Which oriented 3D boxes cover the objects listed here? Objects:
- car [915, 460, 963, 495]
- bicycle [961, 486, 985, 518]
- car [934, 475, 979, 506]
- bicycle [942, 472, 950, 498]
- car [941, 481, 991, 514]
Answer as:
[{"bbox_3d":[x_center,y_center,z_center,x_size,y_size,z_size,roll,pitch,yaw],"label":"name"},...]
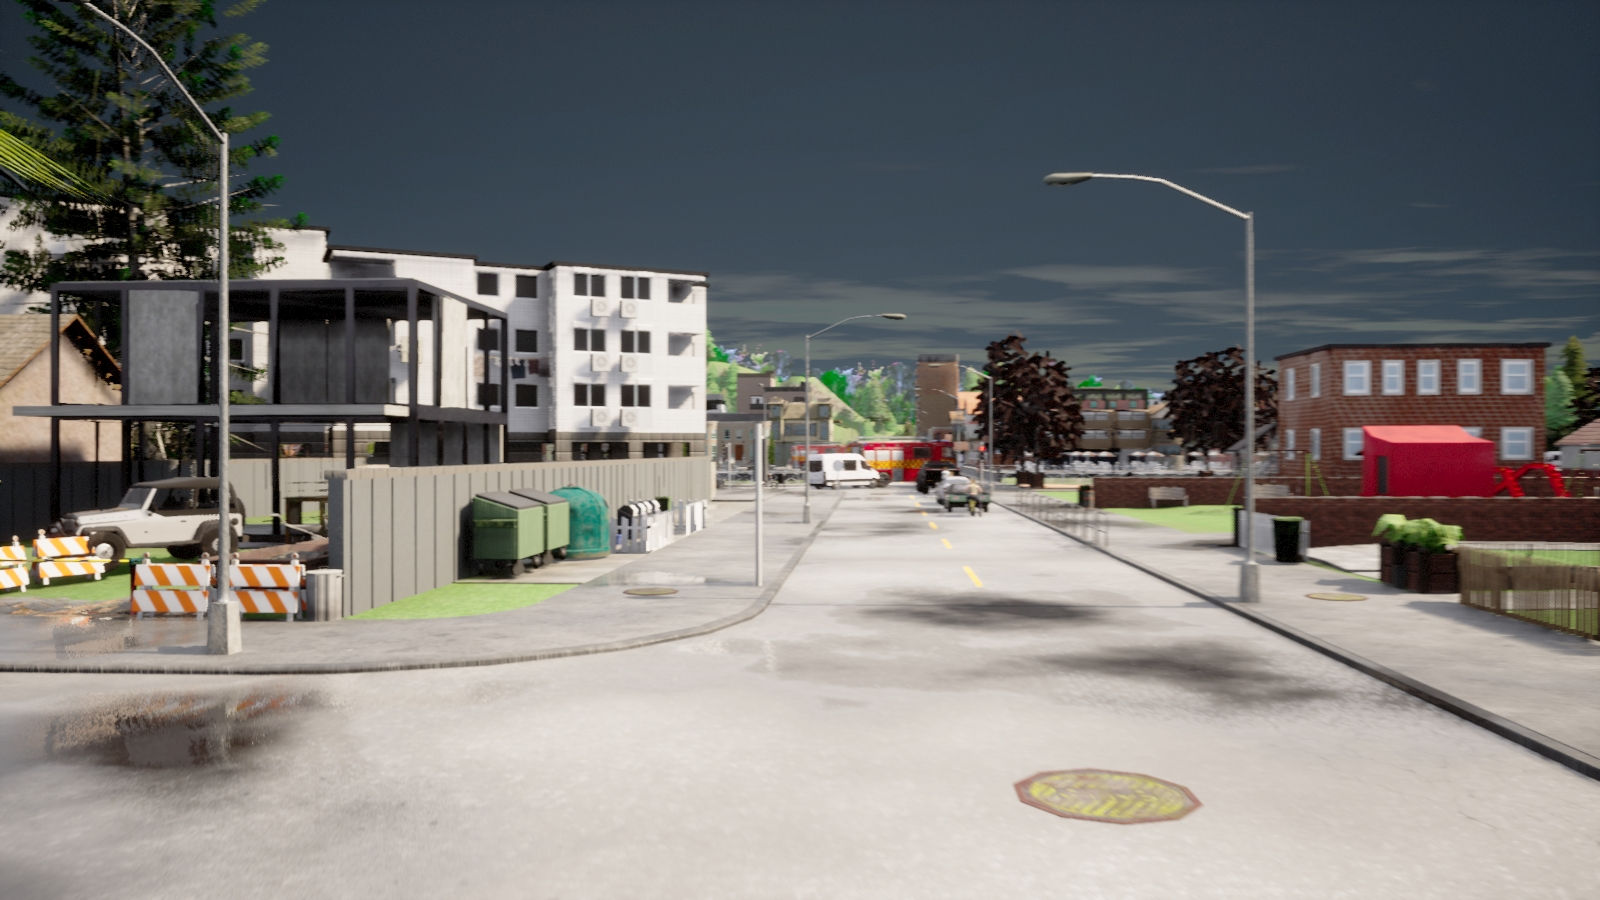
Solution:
[{"bbox_3d":[8.900,1.752,73.686,2.390,2.098,6.274,0,0,1],"label":"car"},{"bbox_3d":[7.226,2.156,47.780,0.859,1.276,1.487,0,0,3],"label":"bicycle"},{"bbox_3d":[8.060,2.080,59.108,2.002,1.442,4.674,0,0,4],"label":"car"},{"bbox_3d":[8.637,2.054,67.686,0.373,1.496,1.643,0,0,4],"label":"bicycle"},{"bbox_3d":[7.585,2.153,52.583,1.895,1.301,4.718,0,0,4],"label":"car"}]
